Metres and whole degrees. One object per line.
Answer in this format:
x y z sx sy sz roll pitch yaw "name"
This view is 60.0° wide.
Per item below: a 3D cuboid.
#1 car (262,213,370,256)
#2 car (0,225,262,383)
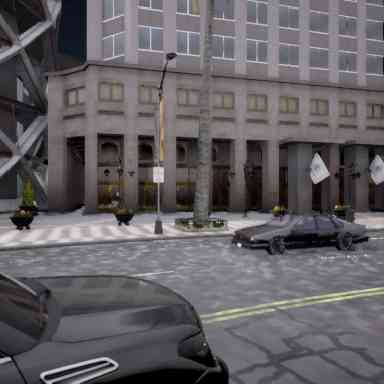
4.257 1.547 12.969 5.357 1.411 2.033 0 0 -18 "car"
-2.359 1.222 1.950 5.566 2.045 2.150 0 0 -35 "car"
